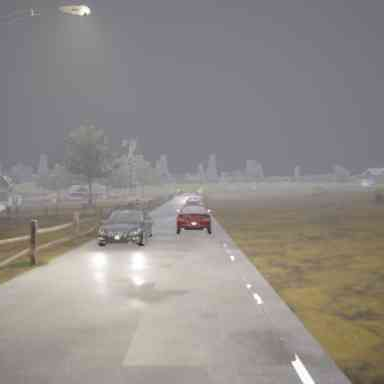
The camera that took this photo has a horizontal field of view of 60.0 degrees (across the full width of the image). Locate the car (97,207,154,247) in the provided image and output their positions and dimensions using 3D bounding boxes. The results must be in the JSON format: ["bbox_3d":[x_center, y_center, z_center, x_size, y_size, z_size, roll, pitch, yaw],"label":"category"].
[{"bbox_3d":[-2.848,1.500,15.087,1.837,1.490,4.892,0,0,0],"label":"car"}]

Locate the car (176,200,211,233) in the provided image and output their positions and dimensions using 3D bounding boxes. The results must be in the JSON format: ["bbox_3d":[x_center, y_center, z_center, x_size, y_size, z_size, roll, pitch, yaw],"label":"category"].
[{"bbox_3d":[0.099,1.465,19.548,1.882,1.535,5.008,0,0,0],"label":"car"}]

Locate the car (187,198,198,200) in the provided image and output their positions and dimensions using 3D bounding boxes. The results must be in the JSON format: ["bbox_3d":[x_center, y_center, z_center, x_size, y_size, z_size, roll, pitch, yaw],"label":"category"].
[{"bbox_3d":[0.100,1.424,40.151,1.812,1.442,4.674,0,0,0],"label":"car"}]
